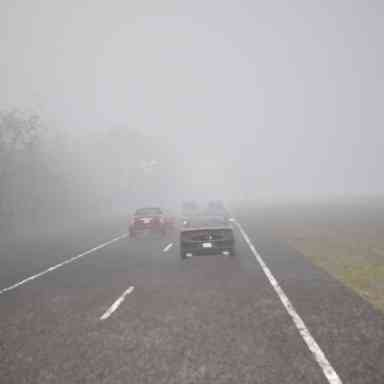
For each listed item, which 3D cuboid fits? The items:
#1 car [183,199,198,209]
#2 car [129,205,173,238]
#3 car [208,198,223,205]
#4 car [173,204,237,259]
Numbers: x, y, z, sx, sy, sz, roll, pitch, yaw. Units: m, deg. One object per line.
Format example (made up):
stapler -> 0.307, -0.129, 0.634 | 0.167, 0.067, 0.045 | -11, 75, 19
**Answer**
car -> -0.214, 1.786, 46.148 | 1.837, 1.490, 4.892 | -4, 0, 5
car -> -2.283, 1.615, 20.111 | 2.097, 1.767, 4.553 | -4, 0, 5
car -> 3.212, 1.549, 45.162 | 2.128, 1.511, 4.902 | -4, 0, 5
car -> 0.659, 1.512, 12.903 | 1.882, 1.535, 5.008 | -4, 0, 5
